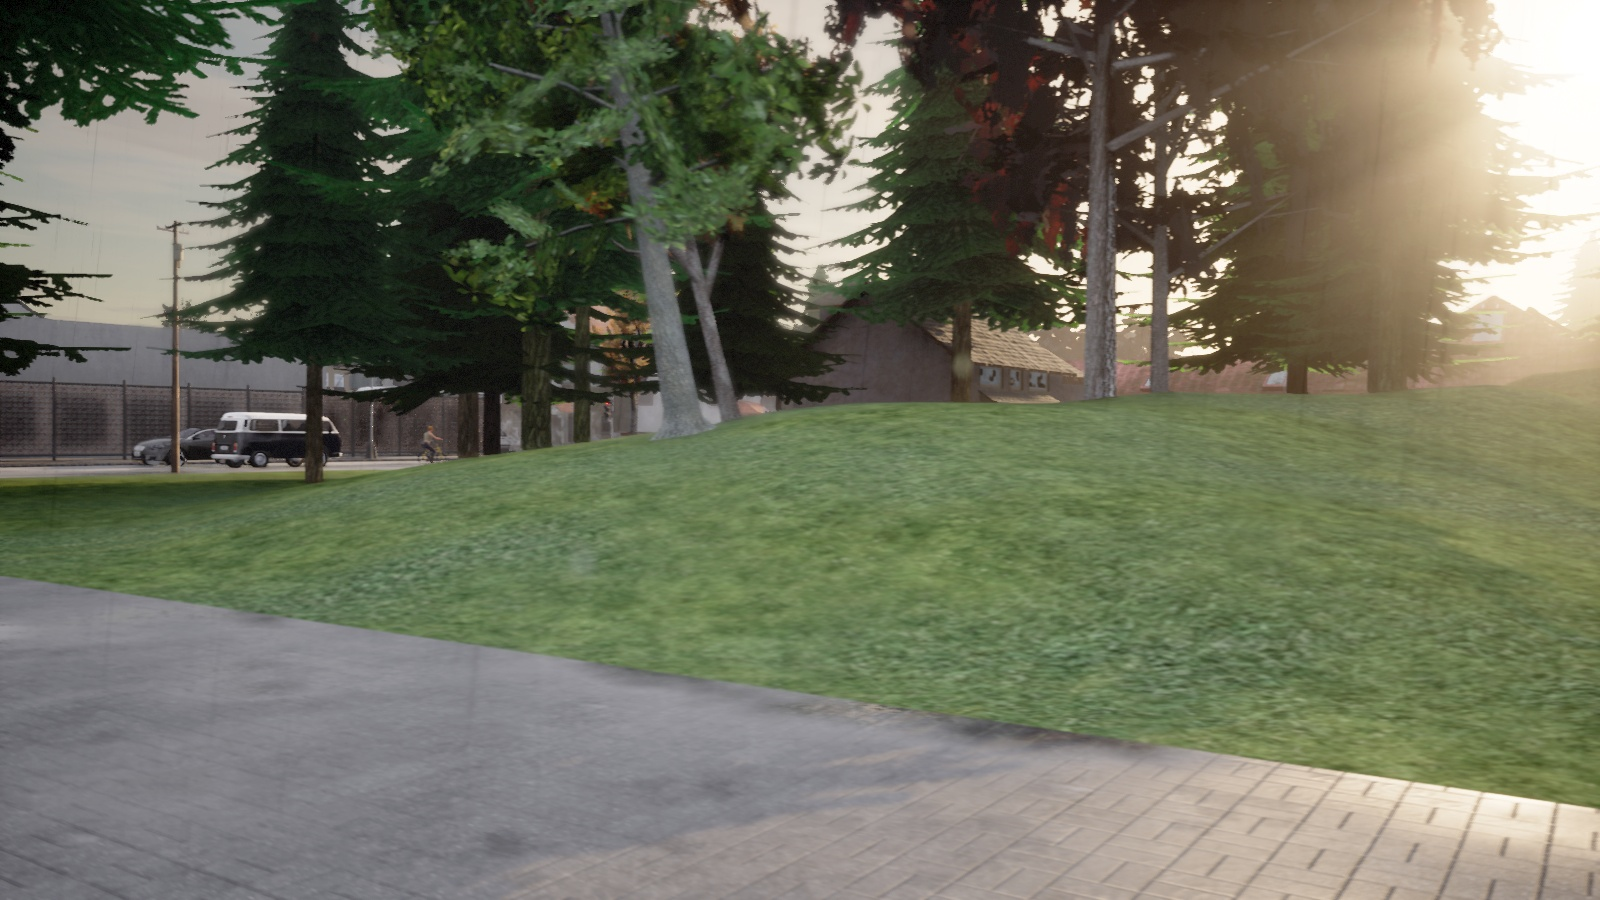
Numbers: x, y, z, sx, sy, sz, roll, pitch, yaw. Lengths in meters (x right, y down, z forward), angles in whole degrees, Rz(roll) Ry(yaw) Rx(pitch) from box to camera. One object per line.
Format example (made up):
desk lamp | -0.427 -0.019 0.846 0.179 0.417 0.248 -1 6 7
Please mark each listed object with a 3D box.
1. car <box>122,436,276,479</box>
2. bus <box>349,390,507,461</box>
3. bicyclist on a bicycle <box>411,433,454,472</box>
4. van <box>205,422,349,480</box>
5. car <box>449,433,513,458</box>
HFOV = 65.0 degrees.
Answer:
car | -22.872 0.241 47.960 2.128 1.511 4.902 0 1 33
bus | -23.580 -1.514 79.319 10.273 4.253 3.944 0 1 35
bicyclist on a bicycle | -15.257 0.094 52.181 0.866 1.612 1.509 0 1 33
van | -19.185 -0.003 46.280 2.069 2.038 4.480 0 1 34
car | -20.928 -0.304 82.337 3.988 1.617 1.851 0 1 33
